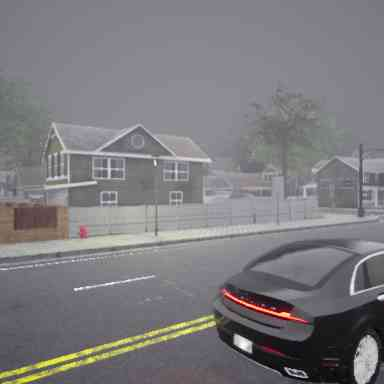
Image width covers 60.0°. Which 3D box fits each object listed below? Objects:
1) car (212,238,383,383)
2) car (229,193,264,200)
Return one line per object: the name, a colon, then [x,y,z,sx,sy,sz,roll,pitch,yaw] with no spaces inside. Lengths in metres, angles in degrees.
car: [2.557,1.495,5.258,4.892,1.490,1.837,0,0,-35]
car: [7.116,1.208,43.266,2.150,2.045,5.566,0,0,-35]
